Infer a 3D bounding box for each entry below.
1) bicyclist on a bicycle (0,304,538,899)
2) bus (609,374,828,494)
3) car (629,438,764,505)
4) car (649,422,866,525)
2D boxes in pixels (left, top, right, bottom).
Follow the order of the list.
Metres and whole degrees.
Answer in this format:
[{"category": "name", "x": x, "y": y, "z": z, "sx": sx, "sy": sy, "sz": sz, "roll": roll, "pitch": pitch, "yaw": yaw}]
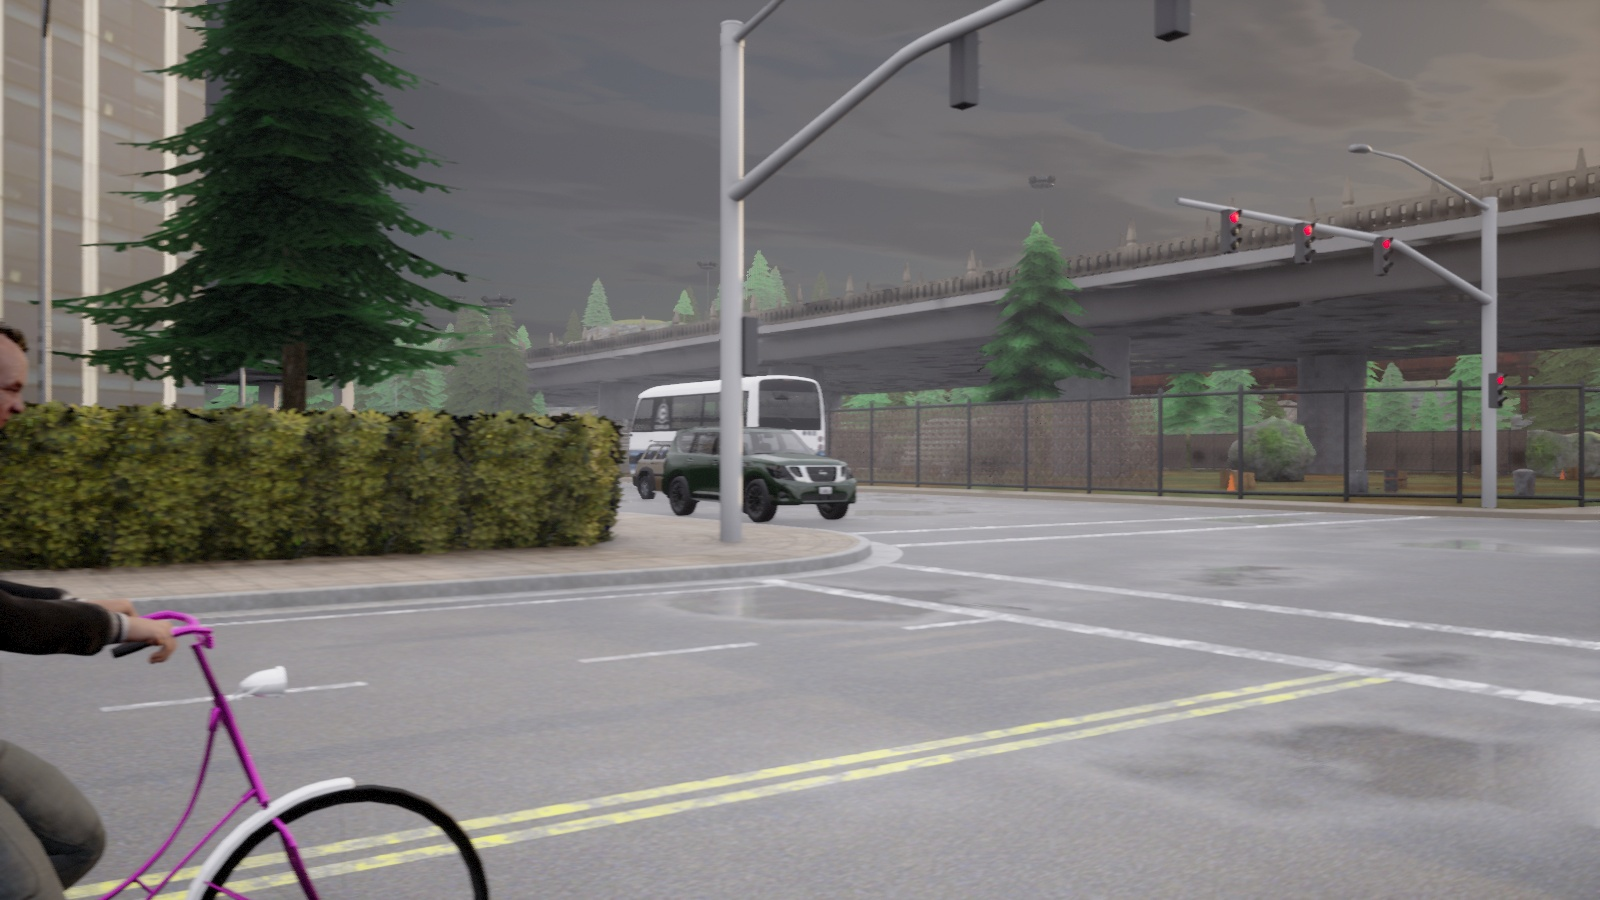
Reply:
[{"category": "bicyclist on a bicycle", "x": -1.539, "y": 0.625, "z": 2.588, "sx": 1.843, "sy": 1.776, "sz": 0.659, "roll": 0, "pitch": 0, "yaw": -35}, {"category": "bus", "x": -3.490, "y": -0.558, "z": 49.825, "sx": 3.944, "sy": 4.253, "sz": 10.273, "roll": 0, "pitch": 0, "yaw": -35}, {"category": "car", "x": -3.118, "y": 0.603, "z": 37.004, "sx": 1.932, "sy": 1.855, "sz": 4.605, "roll": 0, "pitch": 0, "yaw": -35}, {"category": "car", "x": -1.090, "y": 0.479, "z": 27.926, "sx": 2.150, "sy": 2.045, "sz": 5.566, "roll": 0, "pitch": 0, "yaw": -35}]
